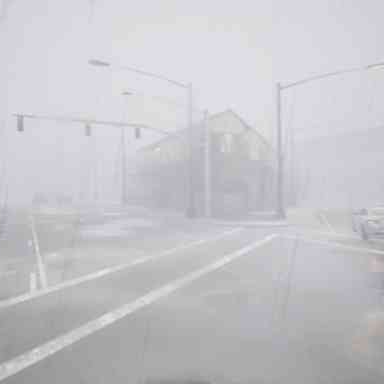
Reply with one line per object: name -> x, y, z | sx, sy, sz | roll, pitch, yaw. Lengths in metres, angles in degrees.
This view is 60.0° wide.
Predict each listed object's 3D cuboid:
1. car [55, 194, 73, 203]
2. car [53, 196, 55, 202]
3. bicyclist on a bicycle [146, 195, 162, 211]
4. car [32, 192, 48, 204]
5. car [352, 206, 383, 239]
car -> -20.199, 1.091, 53.033 | 1.994, 1.385, 4.181 | -1, 0, -26
car -> -24.655, 1.122, 61.999 | 2.128, 1.511, 4.902 | -1, -1, -26
bicyclist on a bicycle -> -3.778, 1.094, 33.225 | 1.656, 1.620, 0.582 | -1, 1, -26
car -> -23.334, 1.098, 51.476 | 1.812, 1.442, 4.674 | -1, 0, -26
car -> 8.942, 1.404, 15.986 | 1.812, 1.442, 4.674 | -1, 0, 18
